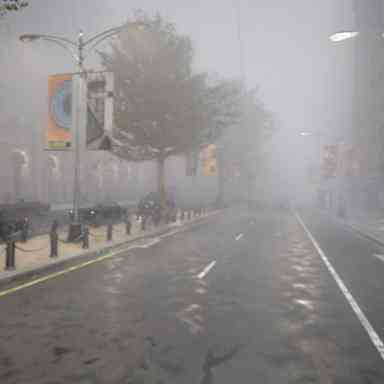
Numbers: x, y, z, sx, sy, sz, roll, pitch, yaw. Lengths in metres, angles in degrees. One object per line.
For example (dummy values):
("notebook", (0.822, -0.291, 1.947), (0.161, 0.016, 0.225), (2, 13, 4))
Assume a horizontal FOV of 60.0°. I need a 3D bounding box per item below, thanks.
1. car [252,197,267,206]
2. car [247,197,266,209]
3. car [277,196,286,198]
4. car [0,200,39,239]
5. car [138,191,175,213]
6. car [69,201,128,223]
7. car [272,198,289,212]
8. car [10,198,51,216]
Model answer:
("car", (11.531, 1.612, 56.738), (2.033, 1.411, 5.357), (2, 0, 15))
("car", (9.032, 1.515, 47.255), (1.882, 1.535, 5.008), (2, 0, 15))
("car", (13.763, 1.506, 51.244), (2.097, 1.767, 4.553), (2, 0, 15))
("car", (-8.838, 1.233, 12.899), (2.033, 1.411, 5.357), (2, 0, 15))
("car", (-3.350, 0.971, 32.907), (2.150, 2.045, 5.566), (2, 0, 15))
("car", (-6.203, 1.317, 22.551), (1.895, 1.301, 4.718), (2, 0, 15))
("car", (10.696, 1.719, 40.040), (1.895, 1.301, 4.718), (2, 0, 15))
("car", (-12.626, 1.119, 24.261), (1.895, 1.301, 4.718), (2, 0, 15))
